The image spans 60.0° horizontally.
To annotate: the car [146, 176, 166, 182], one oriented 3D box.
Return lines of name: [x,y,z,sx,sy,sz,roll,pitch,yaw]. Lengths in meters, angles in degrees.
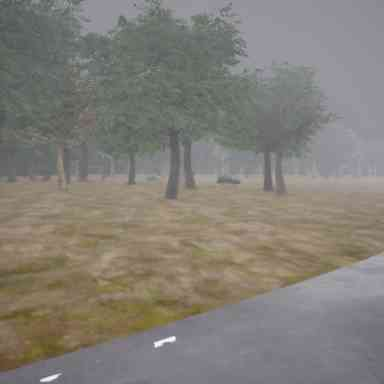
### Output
car: [-8.944,-3.266,81.437,5.357,1.411,2.033,4,3,36]

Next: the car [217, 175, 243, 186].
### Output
car: [7.855,-2.456,69.886,5.566,2.045,2.150,4,3,34]
